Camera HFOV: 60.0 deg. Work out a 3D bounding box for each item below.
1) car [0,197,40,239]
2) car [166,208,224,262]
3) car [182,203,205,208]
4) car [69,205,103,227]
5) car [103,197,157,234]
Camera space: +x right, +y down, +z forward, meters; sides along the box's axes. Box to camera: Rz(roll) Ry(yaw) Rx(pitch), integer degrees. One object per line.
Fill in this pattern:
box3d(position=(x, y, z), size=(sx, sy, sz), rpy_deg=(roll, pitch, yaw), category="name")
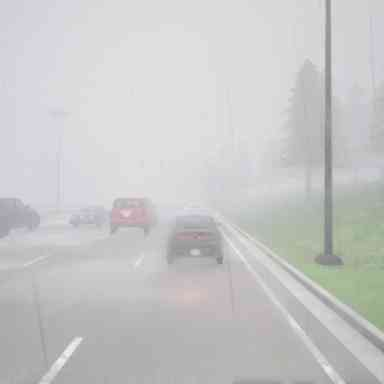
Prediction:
box3d(position=(-10.399, 1.292, 18.040), size=(2.150, 2.045, 5.566), rpy_deg=(0, 0, 0), category="car")
box3d(position=(0.100, 1.553, 12.255), size=(1.837, 1.490, 4.892), rpy_deg=(0, 0, 0), category="car")
box3d(position=(0.103, 1.637, 28.019), size=(1.812, 1.442, 4.674), rpy_deg=(0, 0, 0), category="car")
box3d(position=(-6.896, 1.640, 23.371), size=(2.033, 1.411, 5.357), rpy_deg=(0, 0, 0), category="car")
box3d(position=(-3.397, 1.300, 19.958), size=(2.150, 2.045, 5.566), rpy_deg=(0, 0, 0), category="car")
